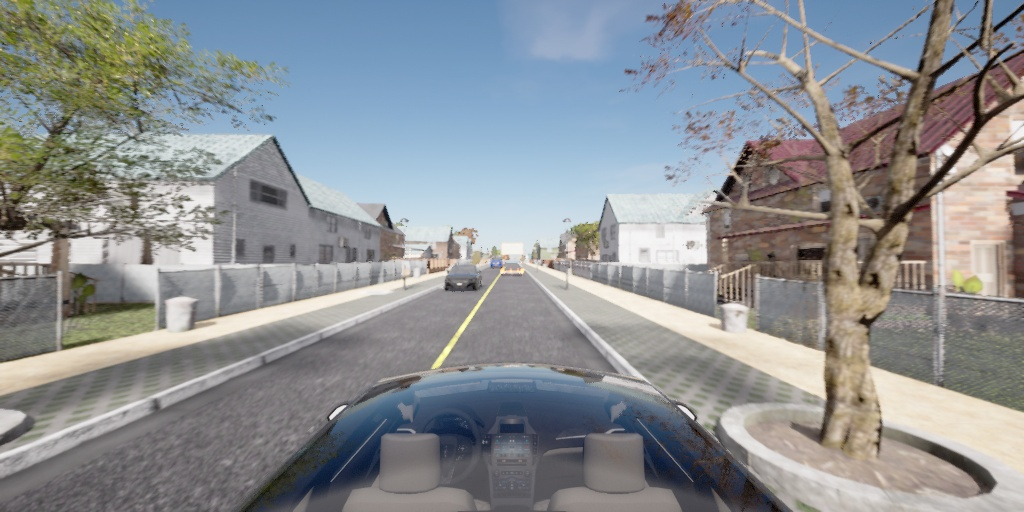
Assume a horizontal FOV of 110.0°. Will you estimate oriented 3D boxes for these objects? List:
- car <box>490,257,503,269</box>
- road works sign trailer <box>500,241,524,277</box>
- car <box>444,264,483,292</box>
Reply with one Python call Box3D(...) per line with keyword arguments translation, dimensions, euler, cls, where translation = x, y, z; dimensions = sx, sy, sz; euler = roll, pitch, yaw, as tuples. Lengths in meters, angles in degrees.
Box3D(translation=(-2.754, 1.181, 64.114), dimensions=(2.150, 2.045, 5.566), euler=(0, 0, 0), cls="car")
Box3D(translation=(0.018, 0.288, 36.437), dimensions=(2.380, 3.560, 2.880), euler=(0, 0, 0), cls="road works sign trailer")
Box3D(translation=(-2.842, 1.258, 21.880), dimensions=(1.882, 1.535, 5.008), euler=(0, 0, 0), cls="car")
